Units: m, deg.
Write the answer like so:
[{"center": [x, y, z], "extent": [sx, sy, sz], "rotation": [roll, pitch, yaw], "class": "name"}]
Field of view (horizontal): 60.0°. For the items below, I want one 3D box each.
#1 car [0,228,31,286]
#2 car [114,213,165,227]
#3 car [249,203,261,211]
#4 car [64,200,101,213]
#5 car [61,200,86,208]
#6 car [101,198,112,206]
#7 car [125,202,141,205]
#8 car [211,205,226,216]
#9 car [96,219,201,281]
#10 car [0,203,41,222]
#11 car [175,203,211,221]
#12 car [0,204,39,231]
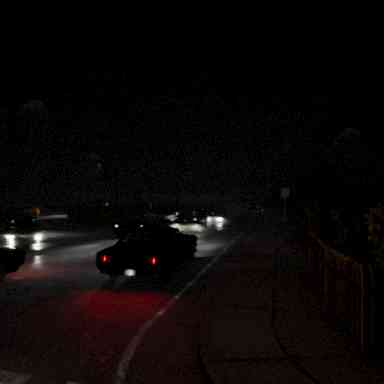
[{"center": [-5.940, 1.681, 7.019], "extent": [1.895, 1.301, 4.718], "rotation": [0, -1, 14], "class": "car"}, {"center": [-2.781, 1.912, 19.531], "extent": [1.895, 1.301, 4.718], "rotation": [0, -1, 14], "class": "car"}, {"center": [10.978, 2.615, 58.061], "extent": [1.994, 1.385, 4.181], "rotation": [0, -1, 14], "class": "car"}, {"center": [-14.477, 2.115, 43.389], "extent": [2.128, 1.511, 4.902], "rotation": [0, -1, 14], "class": "car"}, {"center": [-25.955, 2.509, 72.679], "extent": [4.611, 1.667, 2.242], "rotation": [0, -1, 14], "class": "car"}, {"center": [-16.509, 2.127, 55.863], "extent": [4.605, 1.855, 1.932], "rotation": [0, -1, 14], "class": "car"}, {"center": [-10.360, 2.423, 58.071], "extent": [1.812, 1.442, 4.674], "rotation": [0, -1, 27], "class": "car"}, {"center": [3.081, 2.329, 42.122], "extent": [1.895, 1.301, 4.718], "rotation": [0, -1, 15], "class": "car"}, {"center": [-1.113, 1.774, 10.545], "extent": [1.895, 1.301, 4.718], "rotation": [0, -1, 11], "class": "car"}, {"center": [-16.544, 1.893, 31.784], "extent": [1.882, 1.535, 5.008], "rotation": [0, -1, 1], "class": "car"}, {"center": [-0.006, 1.861, 30.272], "extent": [2.097, 1.767, 4.553], "rotation": [0, -1, 15], "class": "car"}, {"center": [-12.225, 1.766, 22.278], "extent": [5.008, 1.535, 1.882], "rotation": [0, -1, 42], "class": "car"}]
